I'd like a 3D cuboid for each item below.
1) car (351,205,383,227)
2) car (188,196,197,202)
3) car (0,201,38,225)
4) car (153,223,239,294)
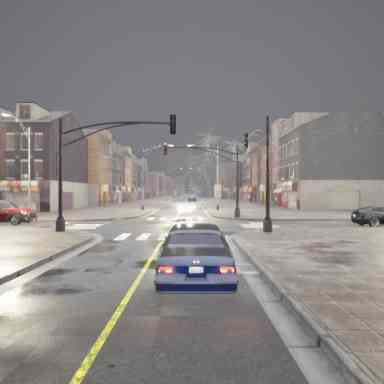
[{"bbox_3d":[12.356,1.521,21.035,4.313,1.339,1.947,0,0,0],"label":"car"},{"bbox_3d":[0.019,1.547,75.854,1.882,1.535,5.008,0,0,0],"label":"car"},{"bbox_3d":[-13.466,1.397,23.641,4.553,1.767,2.097,0,0,-1],"label":"car"},{"bbox_3d":[0.083,1.549,8.920,2.033,1.411,5.357,0,0,0],"label":"car"}]
